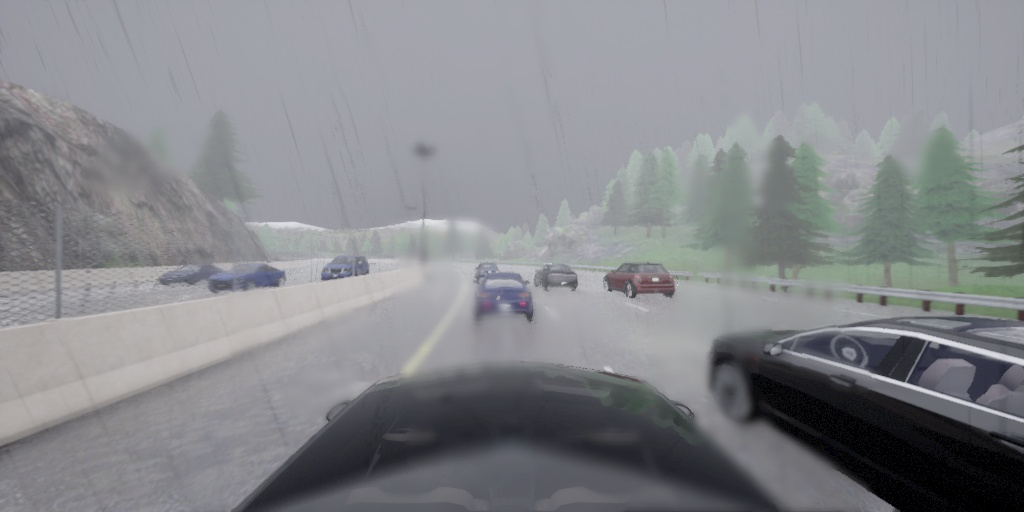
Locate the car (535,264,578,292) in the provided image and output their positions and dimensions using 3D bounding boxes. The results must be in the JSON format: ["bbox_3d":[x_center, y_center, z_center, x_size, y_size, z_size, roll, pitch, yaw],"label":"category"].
[{"bbox_3d":[2.515,1.229,21.239,2.128,1.511,4.902,0,0,-5],"label":"car"}]

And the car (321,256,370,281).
[{"bbox_3d":[-12.465,0.988,27.294,2.150,2.045,5.566,0,0,-8],"label":"car"}]

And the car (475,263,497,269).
[{"bbox_3d":[-2.120,1.290,30.549,2.033,1.411,5.357,0,0,-9],"label":"car"}]

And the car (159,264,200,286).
[{"bbox_3d":[-22.898,1.314,25.978,1.812,1.442,4.674,0,0,-8],"label":"car"}]

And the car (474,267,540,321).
[{"bbox_3d":[-0.309,1.272,12.331,1.812,1.442,4.674,0,0,-3],"label":"car"}]

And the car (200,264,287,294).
[{"bbox_3d":[-15.240,1.252,20.988,1.882,1.535,5.008,0,0,-6],"label":"car"}]

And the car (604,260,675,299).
[{"bbox_3d":[6.295,1.082,18.247,2.097,1.767,4.553,0,0,-4],"label":"car"}]

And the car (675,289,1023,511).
[{"bbox_3d":[3.517,1.234,2.824,2.128,1.511,4.902,0,0,0],"label":"car"}]
